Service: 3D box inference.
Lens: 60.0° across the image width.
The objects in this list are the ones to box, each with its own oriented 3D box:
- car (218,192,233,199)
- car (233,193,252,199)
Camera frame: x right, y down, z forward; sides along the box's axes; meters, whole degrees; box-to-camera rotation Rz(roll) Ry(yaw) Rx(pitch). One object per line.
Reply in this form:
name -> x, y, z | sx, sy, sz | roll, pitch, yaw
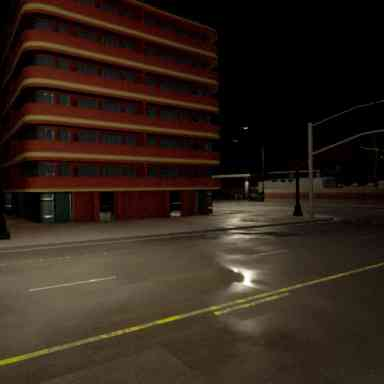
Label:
car -> 8.949, 0.930, 86.191 | 4.611, 1.667, 2.242 | -1, 1, -35
car -> 12.919, 1.061, 81.968 | 3.806, 1.475, 1.970 | -1, 1, -35
